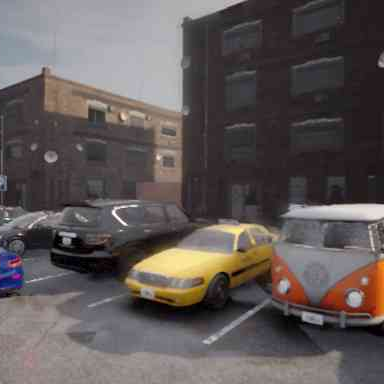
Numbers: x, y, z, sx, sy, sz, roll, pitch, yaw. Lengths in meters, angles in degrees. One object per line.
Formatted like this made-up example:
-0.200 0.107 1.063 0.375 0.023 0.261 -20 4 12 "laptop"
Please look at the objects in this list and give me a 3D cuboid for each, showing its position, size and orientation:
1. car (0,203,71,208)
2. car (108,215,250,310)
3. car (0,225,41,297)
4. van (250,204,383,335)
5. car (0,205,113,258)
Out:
-8.145 1.383 14.719 2.185 1.767 4.553 0 0 35 "car"
0.750 1.486 8.189 1.946 1.575 5.366 0 0 35 "car"
-5.511 1.544 7.306 4.674 1.442 1.812 0 0 35 "car"
3.035 1.257 6.645 1.878 1.987 4.442 0 0 35 "van"
-5.874 1.508 13.146 2.231 1.521 4.892 0 0 35 "car"
